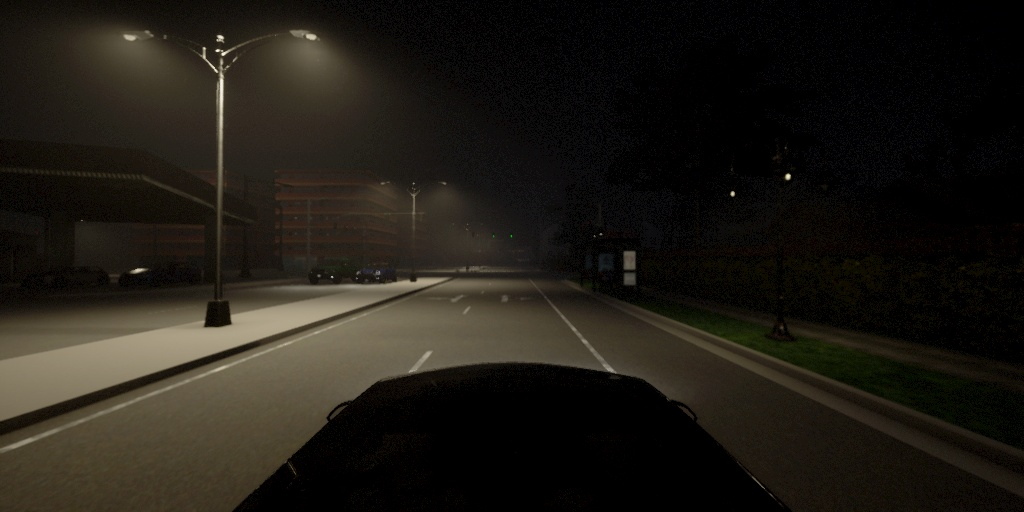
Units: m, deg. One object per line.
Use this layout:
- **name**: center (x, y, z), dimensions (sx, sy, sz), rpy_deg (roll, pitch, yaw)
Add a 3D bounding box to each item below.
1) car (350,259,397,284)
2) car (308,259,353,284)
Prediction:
- **car**: center (-11.516, 1.371, 30.609), dimensions (2.097, 1.767, 4.553), rpy_deg (0, 0, 0)
- **car**: center (-15.016, 1.228, 30.648), dimensions (2.150, 2.045, 5.566), rpy_deg (0, -1, 0)
